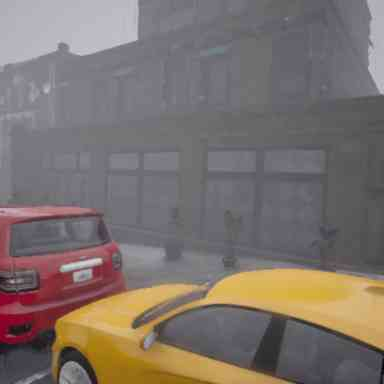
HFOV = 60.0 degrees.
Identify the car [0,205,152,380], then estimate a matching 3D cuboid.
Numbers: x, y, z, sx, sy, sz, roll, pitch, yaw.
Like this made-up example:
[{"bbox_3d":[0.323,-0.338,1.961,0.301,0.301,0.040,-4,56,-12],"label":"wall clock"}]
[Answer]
[{"bbox_3d":[-3.692,1.269,6.162,5.566,2.045,2.435,0,0,35],"label":"car"}]
